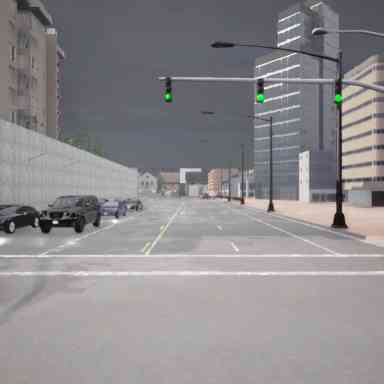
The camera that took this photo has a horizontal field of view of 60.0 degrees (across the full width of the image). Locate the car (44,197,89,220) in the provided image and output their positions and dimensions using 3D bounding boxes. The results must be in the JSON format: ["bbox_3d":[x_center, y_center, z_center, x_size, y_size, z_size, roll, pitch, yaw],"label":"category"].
[{"bbox_3d":[-10.617,1.352,28.491,2.097,1.767,4.553,0,0,0],"label":"car"}]

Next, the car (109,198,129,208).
[{"bbox_3d":[-10.586,1.601,48.369,1.895,1.301,4.718,0,0,0],"label":"car"}]

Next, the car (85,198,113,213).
[{"bbox_3d":[-10.617,1.505,38.309,1.837,1.490,4.892,0,0,0],"label":"car"}]

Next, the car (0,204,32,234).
[{"bbox_3d":[-10.612,1.505,19.423,1.837,1.490,4.892,0,0,0],"label":"car"}]

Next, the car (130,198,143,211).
[{"bbox_3d":[-7.115,1.491,40.039,2.128,1.511,4.902,0,0,0],"label":"car"}]

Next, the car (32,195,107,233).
[{"bbox_3d":[-7.109,1.221,20.056,2.150,2.045,5.566,0,0,0],"label":"car"}]

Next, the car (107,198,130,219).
[{"bbox_3d":[-7.117,1.526,29.696,1.812,1.442,4.674,0,0,0],"label":"car"}]
